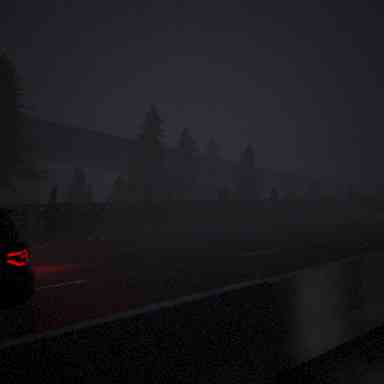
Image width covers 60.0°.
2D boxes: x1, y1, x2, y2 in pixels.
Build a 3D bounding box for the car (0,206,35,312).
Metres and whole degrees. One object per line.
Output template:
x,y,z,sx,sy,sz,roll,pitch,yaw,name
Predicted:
-5.229,1.216,4.561,5.566,2.045,2.150,0,0,-35,car
